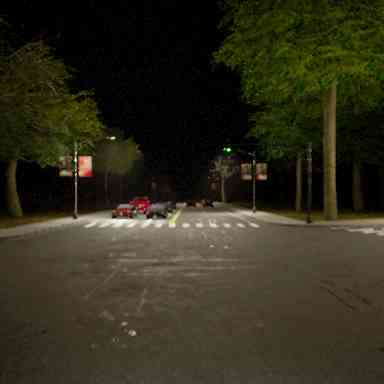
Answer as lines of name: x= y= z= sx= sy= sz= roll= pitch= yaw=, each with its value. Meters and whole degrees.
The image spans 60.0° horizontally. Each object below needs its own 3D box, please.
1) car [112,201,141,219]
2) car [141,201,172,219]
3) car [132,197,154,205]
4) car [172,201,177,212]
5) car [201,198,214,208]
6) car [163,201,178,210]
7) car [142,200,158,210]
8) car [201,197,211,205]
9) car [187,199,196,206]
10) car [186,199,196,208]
car: x=-6.645 y=1.920 z=33.224 sx=1.994 sy=1.385 sz=4.181 roll=0 pitch=-1 yaw=0
car: x=-3.397 y=1.902 z=33.179 sx=2.033 sy=1.411 sz=5.357 roll=0 pitch=-1 yaw=0
car: x=-6.661 y=1.680 z=42.706 sx=2.150 sy=2.045 sz=5.566 roll=0 pitch=-1 yaw=0
car: x=-3.407 y=2.012 z=43.256 sx=2.033 sy=1.411 sz=5.357 roll=0 pitch=-1 yaw=0
car: x=3.088 y=2.240 z=63.052 sx=2.033 sy=1.411 sz=5.357 roll=0 pitch=-1 yaw=0
car: x=-3.437 y=2.128 z=53.572 sx=2.033 sy=1.411 sz=5.357 roll=0 pitch=-1 yaw=0
car: x=-6.685 y=2.053 z=53.108 sx=1.882 sy=1.535 sz=5.008 roll=0 pitch=-1 yaw=1
car: x=3.061 y=2.028 z=73.450 sx=2.097 sy=1.767 sz=4.553 roll=0 pitch=-1 yaw=0
car: x=-0.189 y=2.269 z=73.499 sx=1.895 sy=1.301 sz=4.718 roll=0 pitch=-1 yaw=0
car: x=-0.162 y=2.241 z=63.043 sx=2.033 sy=1.411 sz=5.357 roll=0 pitch=-1 yaw=0
